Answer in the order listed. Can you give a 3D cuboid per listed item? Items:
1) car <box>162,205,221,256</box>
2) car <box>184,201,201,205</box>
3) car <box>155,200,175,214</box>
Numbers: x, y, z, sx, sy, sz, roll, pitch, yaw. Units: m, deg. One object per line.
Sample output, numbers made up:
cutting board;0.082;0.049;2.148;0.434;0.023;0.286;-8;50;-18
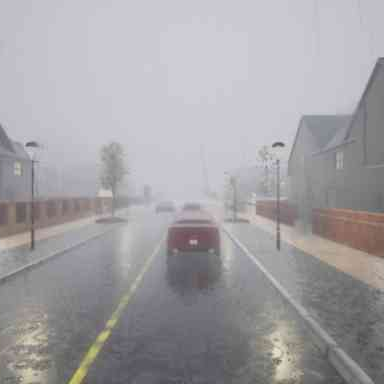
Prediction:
car;0.067;1.485;13.210;1.882;1.535;5.008;0;0;0
car;0.055;1.534;27.143;1.837;1.490;4.892;0;0;0
car;-2.842;1.616;36.381;1.994;1.385;4.181;0;0;0
